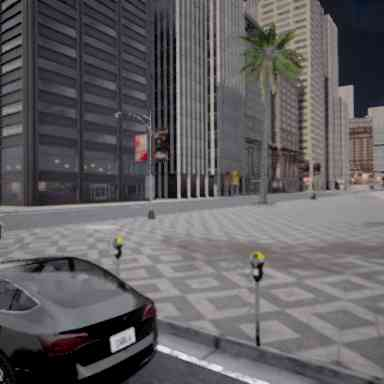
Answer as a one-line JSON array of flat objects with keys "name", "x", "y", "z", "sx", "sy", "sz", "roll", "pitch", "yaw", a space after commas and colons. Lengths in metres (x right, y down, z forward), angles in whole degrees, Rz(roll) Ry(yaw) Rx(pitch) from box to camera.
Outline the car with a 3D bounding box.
[{"name": "car", "x": -2.414, "y": 1.585, "z": 4.690, "sx": 4.313, "sy": 1.339, "sz": 1.947, "roll": 0, "pitch": 0, "yaw": 36}]
